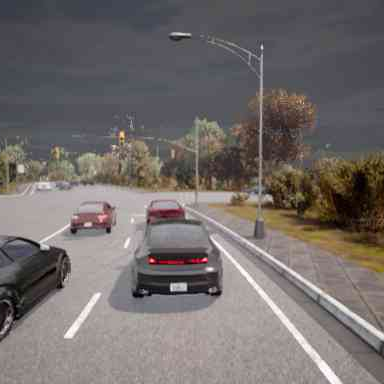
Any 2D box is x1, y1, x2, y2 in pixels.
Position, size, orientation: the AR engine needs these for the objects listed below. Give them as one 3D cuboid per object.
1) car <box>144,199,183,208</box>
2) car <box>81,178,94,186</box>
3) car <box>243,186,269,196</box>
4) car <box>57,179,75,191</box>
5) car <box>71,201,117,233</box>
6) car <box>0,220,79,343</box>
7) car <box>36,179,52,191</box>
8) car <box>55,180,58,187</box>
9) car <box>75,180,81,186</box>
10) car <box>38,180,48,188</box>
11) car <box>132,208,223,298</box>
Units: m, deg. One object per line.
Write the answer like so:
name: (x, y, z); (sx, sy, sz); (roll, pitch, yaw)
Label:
car: (-1.453, 1.118, 17.395); (1.882, 1.535, 5.008); (0, 2, -8)
car: (-25.923, -2.593, 83.258); (2.150, 2.045, 5.566); (-1, 3, -25)
car: (10.154, -0.228, 51.150); (4.892, 1.490, 1.837); (1, 2, -22)
car: (-22.551, -1.043, 59.339); (1.812, 1.442, 4.674); (-1, 3, -24)
car: (-4.914, 1.191, 16.934); (1.812, 1.442, 4.674); (0, 2, -8)
car: (-3.789, 1.507, 6.242); (1.994, 1.385, 4.181); (0, 1, -3)
car: (-25.818, -1.281, 58.067); (2.150, 2.045, 5.566); (-1, 4, -24)
car: (-29.368, -1.842, 74.116); (1.837, 1.490, 4.892); (-1, 3, -25)
car: (-29.082, -2.238, 81.766); (1.837, 1.490, 4.892); (-1, 3, -25)
car: (-32.614, -1.793, 72.796); (1.882, 1.535, 5.008); (-1, 3, -25)
car: (-0.402, 1.403, 8.339); (1.837, 1.490, 4.892); (0, 1, -4)
